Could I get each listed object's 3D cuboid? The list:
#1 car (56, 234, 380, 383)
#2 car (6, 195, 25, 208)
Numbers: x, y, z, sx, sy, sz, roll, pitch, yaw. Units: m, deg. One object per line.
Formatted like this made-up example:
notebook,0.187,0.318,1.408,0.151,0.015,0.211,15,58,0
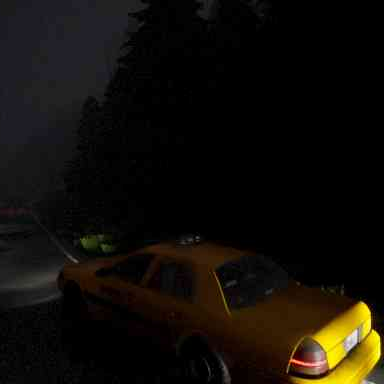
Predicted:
car,-0.254,1.418,5.075,5.366,1.575,1.801,1,1,44
car,-21.172,1.058,40.031,2.128,1.511,4.902,-2,2,-27
